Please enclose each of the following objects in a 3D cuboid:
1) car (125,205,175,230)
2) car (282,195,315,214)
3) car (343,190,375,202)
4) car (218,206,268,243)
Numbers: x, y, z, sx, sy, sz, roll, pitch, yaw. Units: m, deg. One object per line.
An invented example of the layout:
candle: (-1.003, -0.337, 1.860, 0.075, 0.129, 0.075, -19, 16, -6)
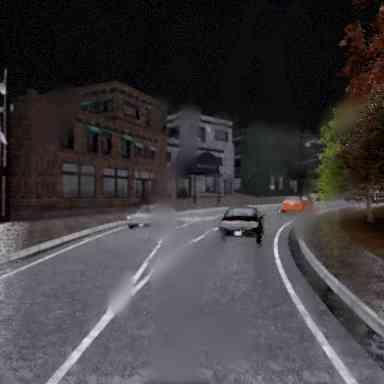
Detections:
car: (-2.443, 1.515, 20.492, 1.895, 1.301, 4.718, 0, 0, 10)
car: (10.328, 1.073, 32.203, 2.097, 1.767, 4.553, 0, 1, 34)
car: (25.846, 0.439, 51.465, 5.566, 2.045, 2.150, -2, 1, -31)
car: (2.466, 1.423, 15.705, 2.128, 1.511, 4.902, 0, 0, 15)
